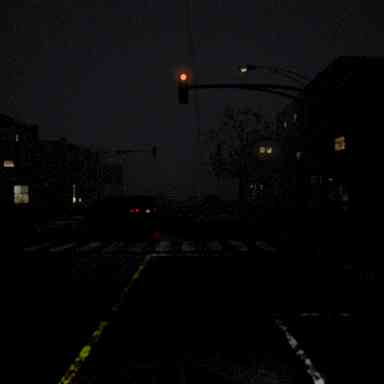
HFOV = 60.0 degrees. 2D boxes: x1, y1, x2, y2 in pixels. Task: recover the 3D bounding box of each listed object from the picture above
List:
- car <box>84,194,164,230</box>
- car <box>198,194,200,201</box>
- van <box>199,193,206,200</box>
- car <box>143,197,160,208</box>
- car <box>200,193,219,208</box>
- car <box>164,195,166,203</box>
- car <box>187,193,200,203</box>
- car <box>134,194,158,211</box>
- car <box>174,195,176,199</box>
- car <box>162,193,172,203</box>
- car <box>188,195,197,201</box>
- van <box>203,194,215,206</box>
[{"bbox_3d":[-4.720,1.250,21.635,5.566,2.045,2.150,0,-1,40],"label":"car"},{"bbox_3d":[2.733,1.456,63.817,2.008,1.369,4.403,-1,0,0],"label":"car"},{"bbox_3d":[2.747,1.212,85.992,1.690,1.788,3.998,-1,0,0],"label":"van"},{"bbox_3d":[-5.659,1.475,47.190,1.887,1.381,4.507,-1,0,0],"label":"car"},{"bbox_3d":[2.719,1.245,47.184,2.192,1.841,5.009,-1,0,0],"label":"car"},{"bbox_3d":[-5.655,1.504,52.735,1.802,1.307,4.206,-1,0,0],"label":"car"},{"bbox_3d":[0.047,1.377,67.596,1.882,1.535,5.008,0,0,0],"label":"car"},{"bbox_3d":[-5.665,1.254,41.646,2.192,1.841,5.009,-1,0,0],"label":"car"},{"bbox_3d":[-5.635,1.424,80.455,1.887,1.381,4.507,-1,0,0],"label":"car"},{"bbox_3d":[-5.650,1.220,63.822,2.192,1.841,5.009,-1,0,0],"label":"car"},{"bbox_3d":[0.056,1.333,78.046,1.994,1.385,4.181,0,0,0],"label":"car"},{"bbox_3d":[2.724,1.263,52.728,1.690,1.788,3.998,-1,0,0],"label":"van"}]
